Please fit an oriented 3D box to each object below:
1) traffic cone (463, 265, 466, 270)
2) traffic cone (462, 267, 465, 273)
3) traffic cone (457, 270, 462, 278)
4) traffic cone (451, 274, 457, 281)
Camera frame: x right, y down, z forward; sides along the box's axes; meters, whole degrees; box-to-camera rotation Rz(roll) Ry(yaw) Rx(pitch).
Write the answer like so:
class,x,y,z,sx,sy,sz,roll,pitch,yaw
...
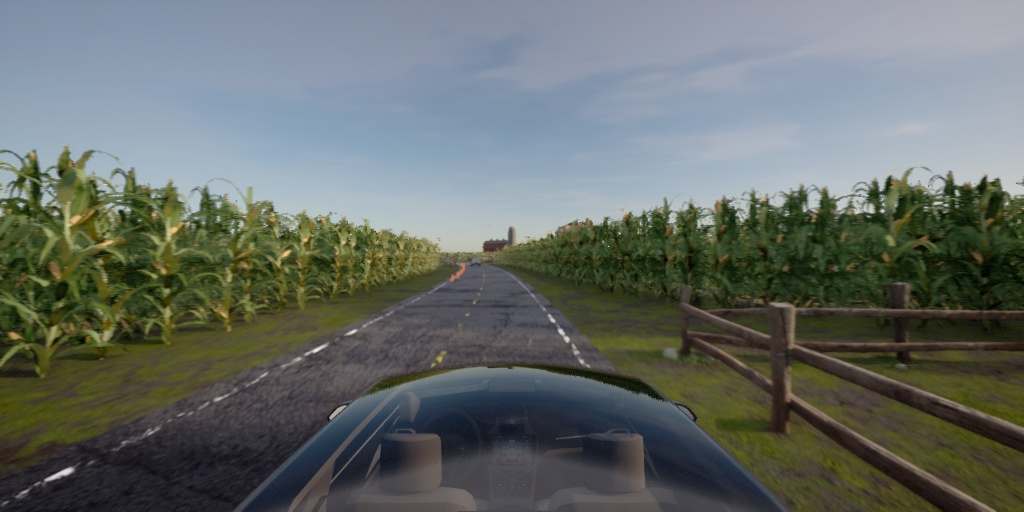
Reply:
class,x,y,z,sx,sy,sz,roll,pitch,yaw
traffic cone,-5.929,1.718,43.324,0.340,0.580,0.340,0,0,-6
traffic cone,-5.468,1.717,38.374,0.340,0.580,0.340,0,0,-5
traffic cone,-5.064,1.716,33.418,0.340,0.580,0.340,0,0,-4
traffic cone,-4.717,1.715,28.459,0.340,0.580,0.340,0,0,-4
